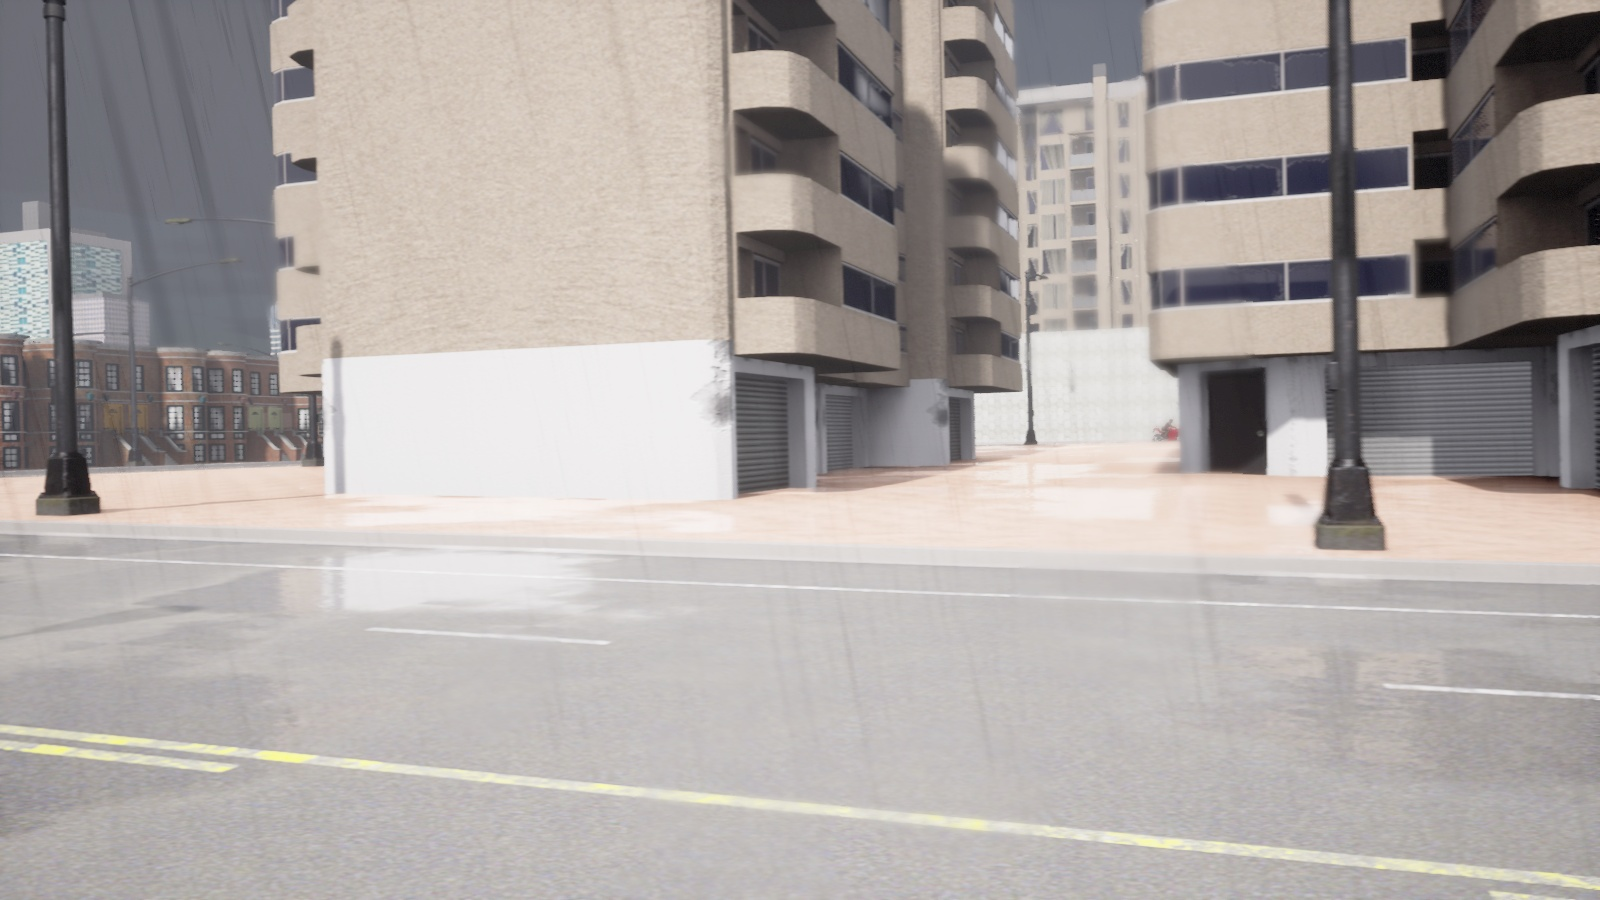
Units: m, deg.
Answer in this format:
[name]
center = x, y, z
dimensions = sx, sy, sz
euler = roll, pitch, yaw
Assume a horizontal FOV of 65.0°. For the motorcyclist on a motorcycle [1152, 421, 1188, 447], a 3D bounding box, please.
[motorcyclist on a motorcycle]
center = 22.465, -0.977, 76.304
dimensions = 2.044, 1.523, 0.797
euler = -1, 1, 20
